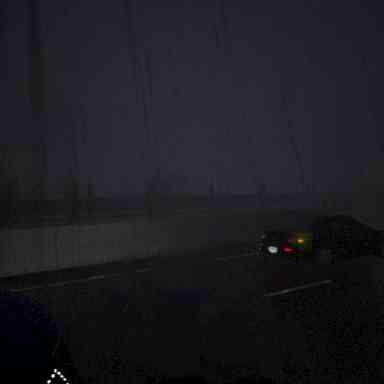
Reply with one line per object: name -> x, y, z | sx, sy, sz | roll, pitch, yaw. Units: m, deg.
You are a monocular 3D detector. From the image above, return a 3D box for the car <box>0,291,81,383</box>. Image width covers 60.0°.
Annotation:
car -> -3.313, 1.254, 1.287 | 5.566, 2.045, 2.150 | -1, 1, -37

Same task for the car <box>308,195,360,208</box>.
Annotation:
car -> 12.654, 1.041, 29.711 | 4.902, 1.511, 2.128 | -1, 1, -20

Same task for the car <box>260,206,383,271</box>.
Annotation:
car -> 4.204, 1.373, 10.245 | 4.674, 1.442, 1.812 | -1, 1, -30
